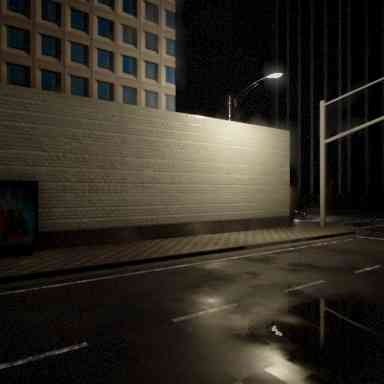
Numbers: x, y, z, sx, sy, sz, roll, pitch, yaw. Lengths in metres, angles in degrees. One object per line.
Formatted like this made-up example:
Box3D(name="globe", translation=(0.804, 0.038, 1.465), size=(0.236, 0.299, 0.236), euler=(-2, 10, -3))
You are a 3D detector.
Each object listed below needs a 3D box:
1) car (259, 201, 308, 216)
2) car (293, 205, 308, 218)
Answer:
Box3D(name="car", translation=(9.324, 1.656, 34.302), size=(1.895, 1.301, 4.718), euler=(0, 0, -36))
Box3D(name="car", translation=(8.123, 1.581, 29.977), size=(1.812, 1.442, 4.674), euler=(0, 0, -36))
